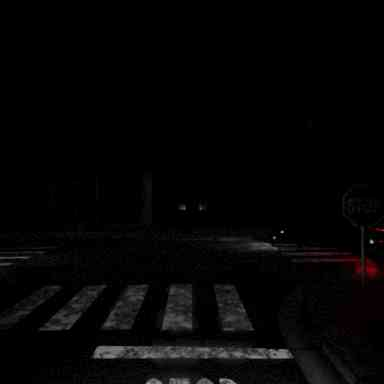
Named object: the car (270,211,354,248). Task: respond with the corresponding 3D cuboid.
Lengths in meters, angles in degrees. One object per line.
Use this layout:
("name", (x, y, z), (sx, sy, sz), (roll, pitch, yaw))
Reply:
("car", (6.115, 1.499, 13.966), (5.357, 1.411, 2.033), (-1, -1, 0))

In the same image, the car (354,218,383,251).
("car", (8.363, 1.362, 11.019), (4.892, 1.490, 1.837), (-1, -1, 0))
